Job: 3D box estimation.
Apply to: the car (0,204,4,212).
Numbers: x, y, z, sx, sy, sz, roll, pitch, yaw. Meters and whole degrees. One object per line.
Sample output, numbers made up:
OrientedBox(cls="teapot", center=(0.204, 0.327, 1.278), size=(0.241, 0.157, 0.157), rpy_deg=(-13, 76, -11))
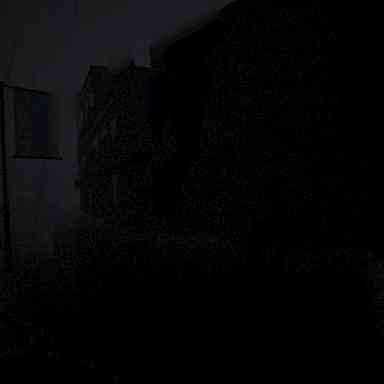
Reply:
OrientedBox(cls="car", center=(-26.958, 2.066, 44.028), size=(2.128, 1.511, 4.902), rpy_deg=(-4, 0, -2))

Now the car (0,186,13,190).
OrientedBox(cls="car", center=(-46.765, -0.667, 80.756), size=(2.231, 1.521, 4.892), rpy_deg=(-4, -3, 6))
